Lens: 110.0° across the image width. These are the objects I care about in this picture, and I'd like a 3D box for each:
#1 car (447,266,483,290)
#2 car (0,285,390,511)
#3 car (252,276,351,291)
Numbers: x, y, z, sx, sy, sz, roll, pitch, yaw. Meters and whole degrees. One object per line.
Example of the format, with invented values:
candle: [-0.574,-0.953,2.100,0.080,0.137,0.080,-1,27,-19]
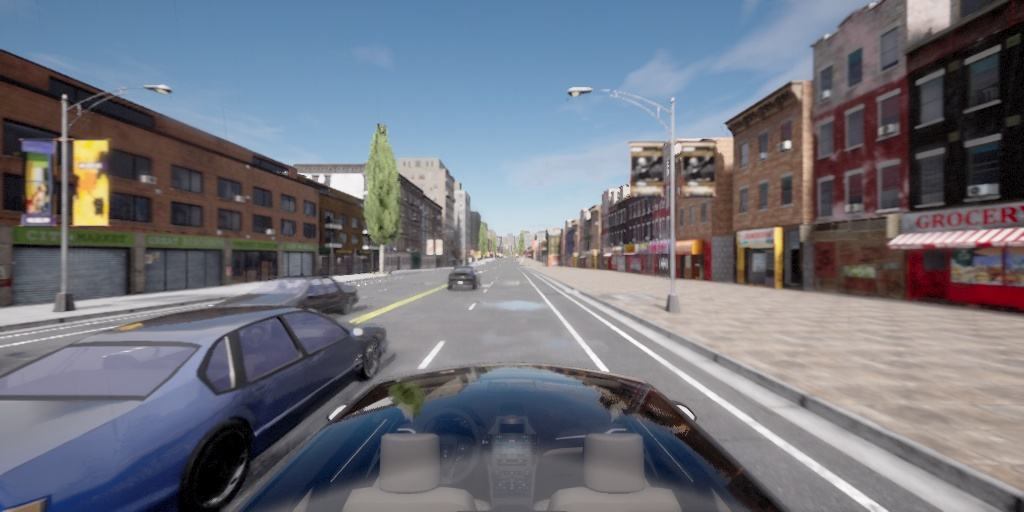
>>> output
car: [-3.147,1.418,24.310,1.837,1.490,4.892,0,-1,0]
car: [-3.151,1.301,4.139,2.033,1.411,5.357,0,0,0]
car: [-6.576,1.334,11.041,2.033,1.411,5.357,0,0,0]
